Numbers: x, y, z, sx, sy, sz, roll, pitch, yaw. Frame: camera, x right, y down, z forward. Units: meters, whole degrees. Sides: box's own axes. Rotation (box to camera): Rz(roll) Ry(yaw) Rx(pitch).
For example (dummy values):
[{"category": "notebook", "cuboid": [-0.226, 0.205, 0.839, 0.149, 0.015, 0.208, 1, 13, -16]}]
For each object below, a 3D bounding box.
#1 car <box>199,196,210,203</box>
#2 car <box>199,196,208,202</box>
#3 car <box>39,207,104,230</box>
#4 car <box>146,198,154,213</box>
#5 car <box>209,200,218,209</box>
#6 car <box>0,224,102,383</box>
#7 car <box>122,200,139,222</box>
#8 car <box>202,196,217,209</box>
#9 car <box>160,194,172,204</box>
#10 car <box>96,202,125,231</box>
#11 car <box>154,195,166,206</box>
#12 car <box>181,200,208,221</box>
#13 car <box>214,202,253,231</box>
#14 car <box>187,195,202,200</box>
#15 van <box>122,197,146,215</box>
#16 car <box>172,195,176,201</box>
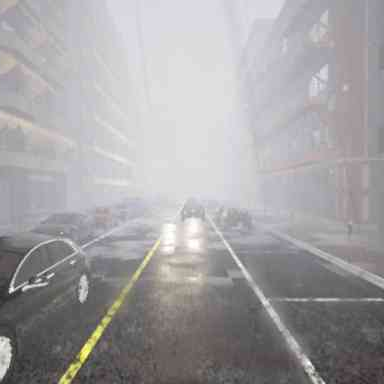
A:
[{"category": "car", "cuboid": [2.642, 1.604, 70.378, 2.008, 1.369, 4.403, -1, 0, 0]}, {"category": "car", "cuboid": [2.638, 1.584, 76.071, 1.752, 1.417, 4.829, -1, 0, 0]}, {"category": "car", "cuboid": [-5.707, 1.574, 15.152, 1.947, 1.339, 4.313, 0, 0, 0]}, {"category": "car", "cuboid": [-5.722, 1.462, 37.247, 1.967, 1.590, 4.097, -1, 0, 0]}, {"category": "car", "cuboid": [2.667, 1.566, 26.191, 2.008, 1.369, 4.403, -1, 0, 0]}, {"category": "car", "cuboid": [-3.056, 1.509, 5.211, 1.837, 1.490, 4.892, 0, -1, 0]}, {"category": "car", "cuboid": [-5.714, 1.559, 26.200, 1.887, 1.381, 4.507, 0, 0, 0]}, {"category": "car", "cuboid": [2.657, 1.578, 42.762, 2.008, 1.369, 4.403, -1, 0, 0]}, {"category": "car", "cuboid": [-5.739, 1.362, 64.863, 2.192, 1.841, 5.009, -1, 0, 0]}, {"category": "car", "cuboid": [-5.711, 1.556, 20.676, 1.887, 1.381, 4.507, 0, 0, 0]}, {"category": "car", "cuboid": [-5.730, 1.602, 53.817, 1.947, 1.339, 4.313, -1, 0, 0]}, {"category": "car", "cuboid": [0.084, 1.616, 27.429, 1.895, 1.301, 4.718, 0, 0, 0]}, {"category": "car", "cuboid": [2.670, 1.562, 20.667, 2.008, 1.369, 4.403, -1, 0, 0]}, {"category": "car", "cuboid": [0.074, 1.535, 46.597, 1.837, 1.490, 4.892, 0, 0, 0]}, {"category": "van", "cuboid": [-5.719, 1.359, 31.723, 1.690, 1.788, 3.998, 0, 0, 0]}, {"category": "car", "cuboid": [-5.748, 1.652, 86.958, 1.802, 1.307, 4.206, -1, 0, 0]}]
